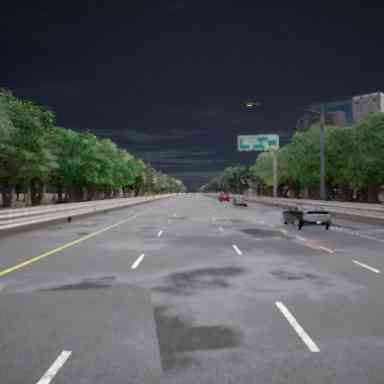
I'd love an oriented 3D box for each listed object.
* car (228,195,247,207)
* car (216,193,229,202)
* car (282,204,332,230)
[{"bbox_3d":[7.126,1.515,50.393,2.033,1.411,5.357,0,0,0],"label":"car"},{"bbox_3d":[7.235,1.164,75.415,2.150,2.045,5.566,0,0,0],"label":"car"},{"bbox_3d":[7.021,1.489,20.825,2.128,1.511,4.902,0,0,0],"label":"car"}]
